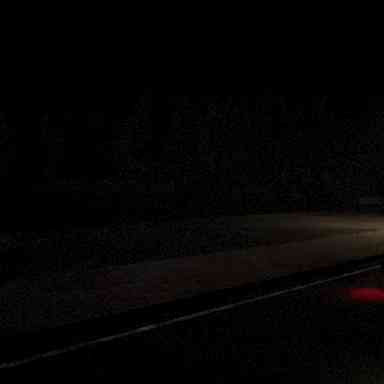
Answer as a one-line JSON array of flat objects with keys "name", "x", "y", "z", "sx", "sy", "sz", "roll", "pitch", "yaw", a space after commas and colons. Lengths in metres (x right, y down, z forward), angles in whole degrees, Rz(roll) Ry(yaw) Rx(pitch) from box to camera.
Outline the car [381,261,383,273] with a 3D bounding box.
[{"name": "car", "x": 7.092, "y": 1.548, "z": 8.806, "sx": 5.357, "sy": 1.411, "sz": 2.033, "roll": 0, "pitch": 0, "yaw": -36}]
